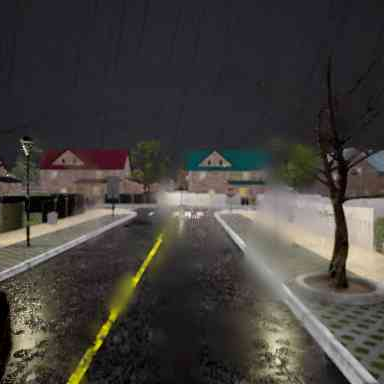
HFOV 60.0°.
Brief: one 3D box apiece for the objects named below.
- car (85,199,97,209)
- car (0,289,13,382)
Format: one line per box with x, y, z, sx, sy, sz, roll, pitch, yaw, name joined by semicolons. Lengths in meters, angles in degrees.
-12.213;1.025;33.747;4.718;1.301;1.895;0;1;0;car
-2.850;1.459;1.496;1.882;1.535;5.008;0;1;0;car
